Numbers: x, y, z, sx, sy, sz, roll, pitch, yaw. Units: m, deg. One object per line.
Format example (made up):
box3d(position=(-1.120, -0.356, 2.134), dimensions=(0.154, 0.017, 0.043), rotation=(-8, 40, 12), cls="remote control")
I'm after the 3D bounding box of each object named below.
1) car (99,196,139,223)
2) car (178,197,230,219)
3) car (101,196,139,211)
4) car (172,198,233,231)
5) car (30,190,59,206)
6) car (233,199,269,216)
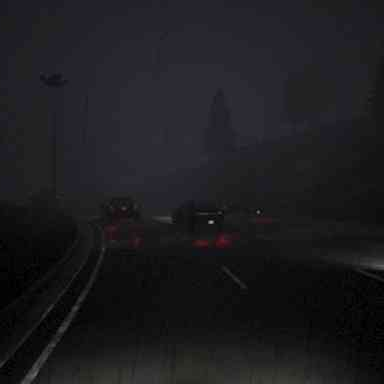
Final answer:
box3d(position=(-5.208, 1.087, 23.418), dimensions=(2.097, 1.767, 4.553), rotation=(-1, 1, -23), cls="car")
box3d(position=(0.817, 1.218, 27.133), dimensions=(2.033, 1.411, 5.357), rotation=(0, 1, -25), cls="car")
box3d(position=(-7.768, 1.150, 35.246), dimensions=(2.033, 1.411, 5.357), rotation=(-1, 1, -35), cls="car")
box3d(position=(0.204, 1.263, 18.871), dimensions=(2.128, 1.511, 4.902), rotation=(0, 1, -18), cls="car")
box3d(position=(-19.311, 0.768, 43.488), dimensions=(2.150, 2.045, 5.566), rotation=(-1, 1, -44), cls="car")
box3d(position=(4.277, 1.252, 27.828), dimensions=(1.895, 1.301, 4.718), rotation=(0, 1, -23), cls="car")
